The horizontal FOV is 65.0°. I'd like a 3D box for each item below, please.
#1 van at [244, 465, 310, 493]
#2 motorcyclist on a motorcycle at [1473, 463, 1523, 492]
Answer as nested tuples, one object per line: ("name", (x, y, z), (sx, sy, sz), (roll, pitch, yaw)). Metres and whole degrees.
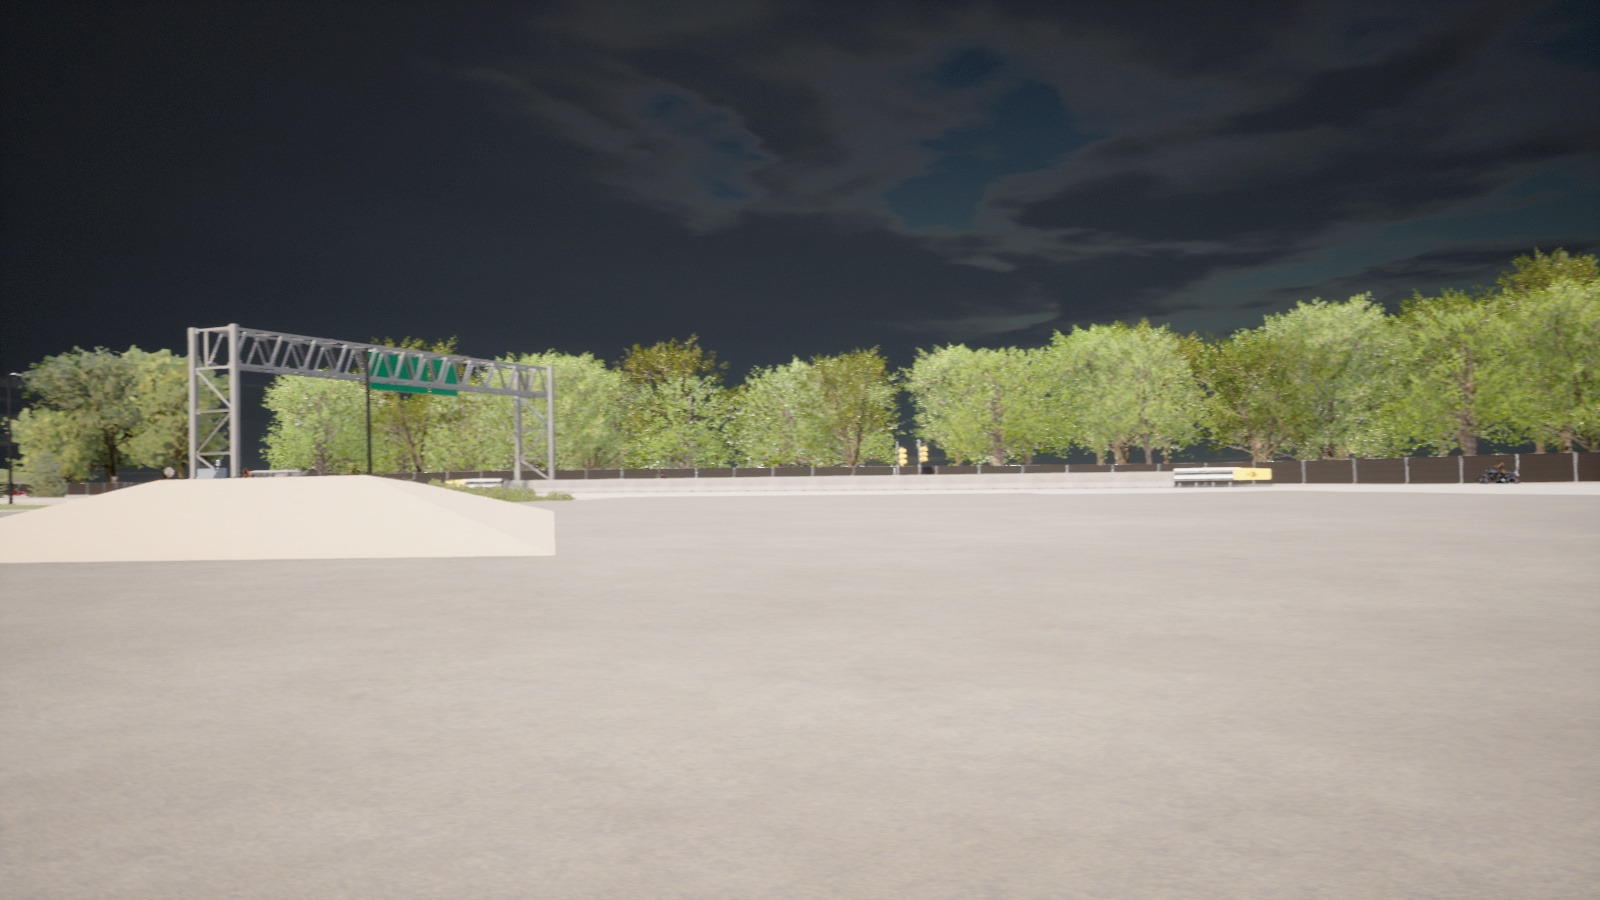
("van", (-37.905, 2.138, 91.014), (4.442, 1.987, 1.775), (-1, -1, 23))
("motorcyclist on a motorcycle", (40.508, 1.609, 72.858), (0.766, 1.649, 2.350), (-1, -2, -42))
